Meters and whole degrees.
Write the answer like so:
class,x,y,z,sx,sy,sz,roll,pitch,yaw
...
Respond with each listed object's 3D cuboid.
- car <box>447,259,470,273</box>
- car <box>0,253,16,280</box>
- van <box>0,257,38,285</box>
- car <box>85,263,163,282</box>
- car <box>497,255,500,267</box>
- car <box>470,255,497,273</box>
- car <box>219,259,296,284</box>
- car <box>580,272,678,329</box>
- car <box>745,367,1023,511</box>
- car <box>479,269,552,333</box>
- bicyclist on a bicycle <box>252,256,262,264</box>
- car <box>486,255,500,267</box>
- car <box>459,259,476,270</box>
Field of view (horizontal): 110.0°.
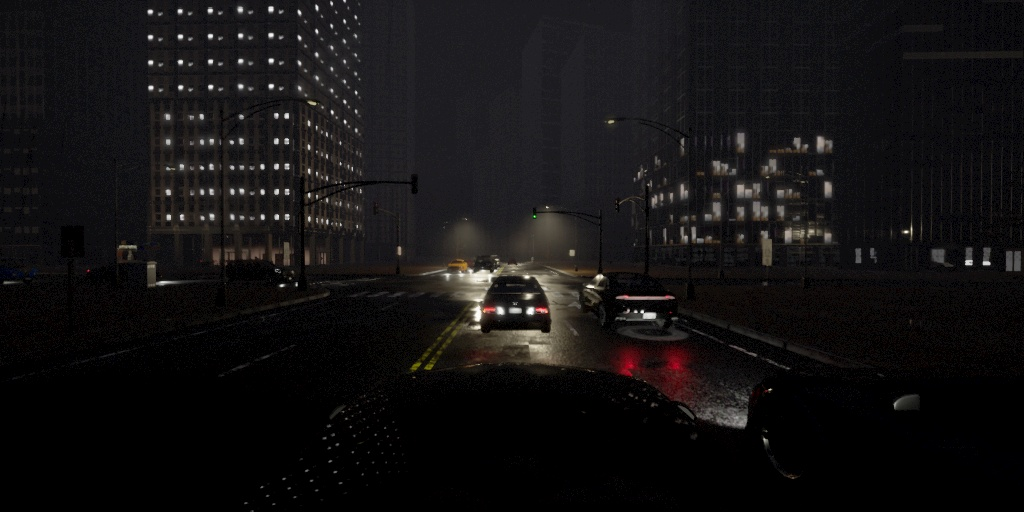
class,x,y,z,sx,sy,sz,roll,pitch,yaw
car,-6.529,1.193,43.182,1.882,1.535,5.008,0,0,0
car,-40.681,0.788,26.387,5.566,2.045,2.150,0,0,2
van,-33.899,0.959,23.614,3.998,1.789,1.690,0,0,2
car,-28.115,1.188,26.049,4.181,1.385,1.994,0,0,2
car,-3.262,1.048,52.810,2.097,1.767,4.553,0,0,0
car,-3.280,0.937,42.856,2.150,2.045,5.566,0,0,0
car,-18.173,1.023,25.800,4.553,1.767,2.097,0,0,1
car,3.360,1.238,11.156,2.128,1.511,4.902,0,0,0
car,3.353,1.314,1.900,1.994,1.385,4.181,0,0,0
car,0.114,1.294,10.707,2.033,1.411,5.357,0,0,1
bicyclist on a bicycle,-24.650,0.867,34.688,0.582,1.620,1.656,0,1,2
car,-3.236,0.896,63.038,2.150,2.045,5.566,0,0,0
car,-6.511,1.223,52.593,1.812,1.442,4.674,0,0,0
